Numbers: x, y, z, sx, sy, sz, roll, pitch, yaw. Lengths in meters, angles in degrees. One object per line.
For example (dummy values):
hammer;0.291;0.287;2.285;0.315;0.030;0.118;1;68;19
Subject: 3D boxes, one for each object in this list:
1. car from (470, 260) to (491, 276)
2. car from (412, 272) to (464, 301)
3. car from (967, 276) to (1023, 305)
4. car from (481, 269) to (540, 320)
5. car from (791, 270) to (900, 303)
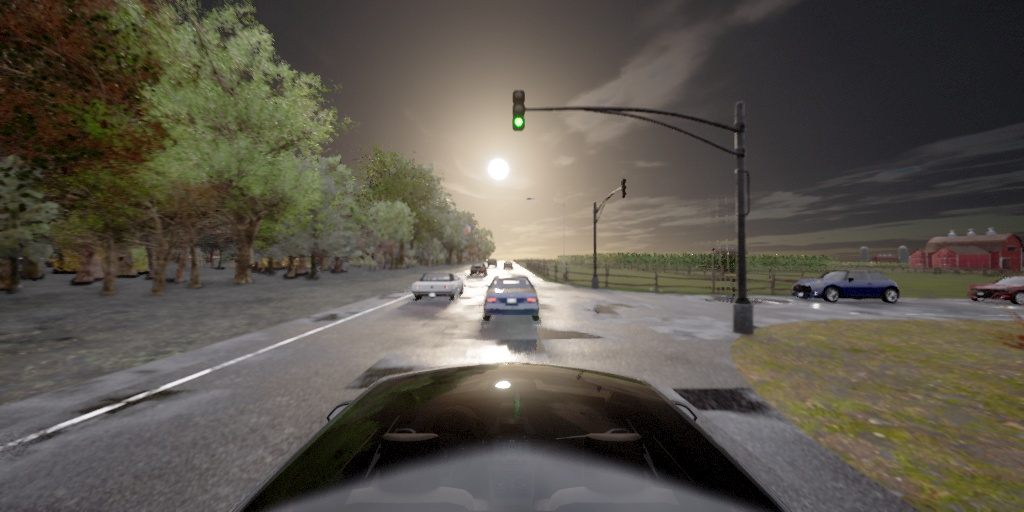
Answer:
car;-3.854;1.537;42.419;1.837;1.490;4.892;0;0;-1
car;-3.595;1.461;18.296;1.895;1.301;4.718;0;0;-1
car;27.909;1.813;19.465;5.008;1.535;1.882;1;-1;0
car;-0.038;1.382;13.080;2.033;1.411;5.357;0;0;-1
car;17.878;1.543;19.432;4.553;1.767;2.097;1;-1;0
